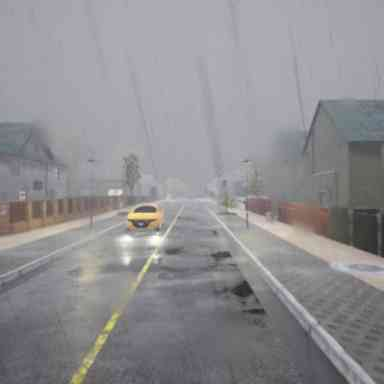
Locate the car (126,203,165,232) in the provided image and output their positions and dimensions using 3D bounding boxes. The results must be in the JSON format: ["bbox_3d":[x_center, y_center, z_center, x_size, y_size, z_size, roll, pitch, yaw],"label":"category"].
[{"bbox_3d":[-2.728,1.447,20.294,1.882,1.535,5.008,0,0,0],"label":"car"}]
